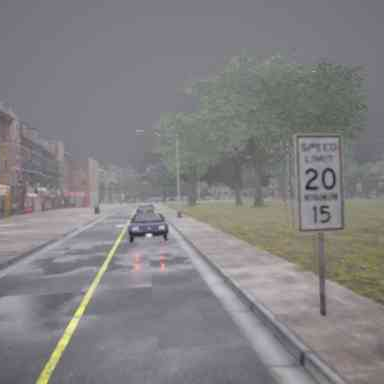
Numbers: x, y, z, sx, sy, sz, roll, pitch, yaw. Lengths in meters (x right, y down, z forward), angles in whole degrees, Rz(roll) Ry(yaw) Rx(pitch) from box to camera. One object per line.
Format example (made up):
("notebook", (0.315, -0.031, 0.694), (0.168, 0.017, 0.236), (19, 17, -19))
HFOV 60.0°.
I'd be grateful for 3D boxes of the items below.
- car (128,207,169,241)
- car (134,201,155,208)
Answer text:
("car", (-2.328, 1.734, 17.578), (1.895, 1.301, 4.718), (-2, 0, -8))
("car", (-5.137, 1.849, 36.739), (2.128, 1.511, 4.902), (-2, 0, -8))
